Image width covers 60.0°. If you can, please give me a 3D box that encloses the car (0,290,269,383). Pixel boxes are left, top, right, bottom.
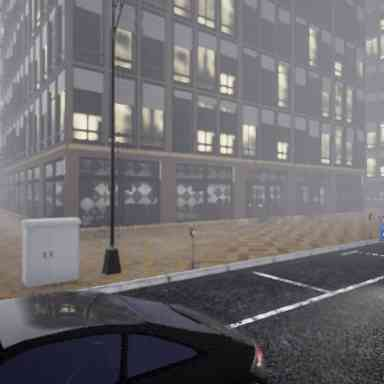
[{"bbox_3d":[-1.335,1.571,2.413,4.181,1.385,1.994,0,0,-36],"label":"car"}]

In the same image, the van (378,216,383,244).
[{"bbox_3d":[8.958,1.359,13.106,3.998,1.788,1.690,0,0,-36],"label":"van"}]
